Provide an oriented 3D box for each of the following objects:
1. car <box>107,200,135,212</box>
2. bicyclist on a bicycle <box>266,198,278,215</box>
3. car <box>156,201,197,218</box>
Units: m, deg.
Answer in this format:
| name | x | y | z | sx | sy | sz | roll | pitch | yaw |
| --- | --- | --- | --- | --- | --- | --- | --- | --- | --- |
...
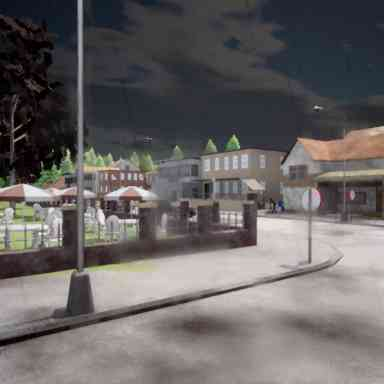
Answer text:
| name | x | y | z | sx | sy | sz | roll | pitch | yaw |
| --- | --- | --- | --- | --- | --- | --- | --- | --- | --- |
| car | -8.476 | 1.350 | 39.608 | 2.097 | 1.767 | 4.553 | 0 | 0 | -35 |
| bicyclist on a bicycle | 7.603 | 1.346 | 31.457 | 1.656 | 1.620 | 0.582 | 0 | 0 | -35 |
| car | -1.769 | 1.545 | 30.146 | 2.033 | 1.411 | 5.357 | 0 | 0 | -35 |
